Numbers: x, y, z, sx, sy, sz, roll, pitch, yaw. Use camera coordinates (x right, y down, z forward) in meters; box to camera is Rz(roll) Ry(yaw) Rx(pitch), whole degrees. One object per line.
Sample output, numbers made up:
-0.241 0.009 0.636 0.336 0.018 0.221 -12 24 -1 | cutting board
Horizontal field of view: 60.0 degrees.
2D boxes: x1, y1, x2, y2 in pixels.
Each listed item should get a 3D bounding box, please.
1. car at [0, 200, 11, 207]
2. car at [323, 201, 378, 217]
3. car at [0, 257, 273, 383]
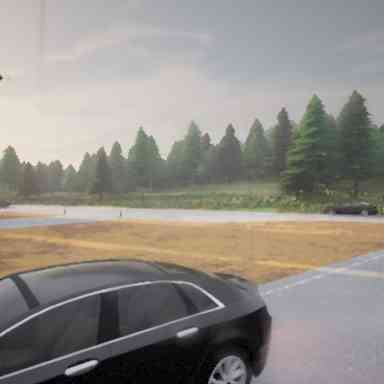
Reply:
-30.834 1.761 52.348 1.994 1.381 4.181 0 0 32 | car
15.806 1.669 33.316 5.008 1.535 1.882 0 0 32 | car
-1.294 1.517 3.202 4.892 1.490 1.837 0 0 -36 | car
